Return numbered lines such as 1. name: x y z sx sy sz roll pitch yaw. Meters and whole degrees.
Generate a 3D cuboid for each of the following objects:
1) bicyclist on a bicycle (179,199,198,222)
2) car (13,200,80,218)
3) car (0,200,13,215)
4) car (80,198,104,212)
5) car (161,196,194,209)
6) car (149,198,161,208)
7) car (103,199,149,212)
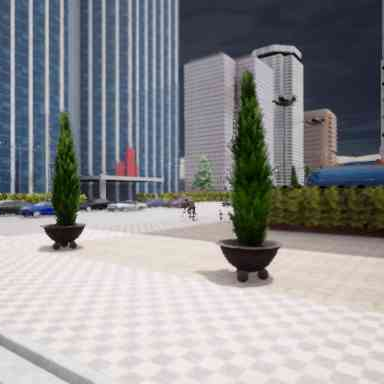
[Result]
1. bicyclist on a bicycle: -0.270 1.309 23.892 1.656 1.620 0.582 0 0 35
2. car: -13.258 1.496 30.590 1.882 1.535 5.008 0 0 35
3. car: -17.228 1.525 31.017 1.837 1.490 4.892 0 0 35
4. car: -11.445 1.498 39.297 1.882 1.535 5.008 0 0 35
5. car: -1.736 1.370 47.049 2.097 1.767 4.553 0 0 35
6. car: -5.535 1.568 47.735 2.033 1.411 5.357 0 0 35
7. car: -7.566 1.619 38.735 1.895 1.301 4.718 0 0 35
